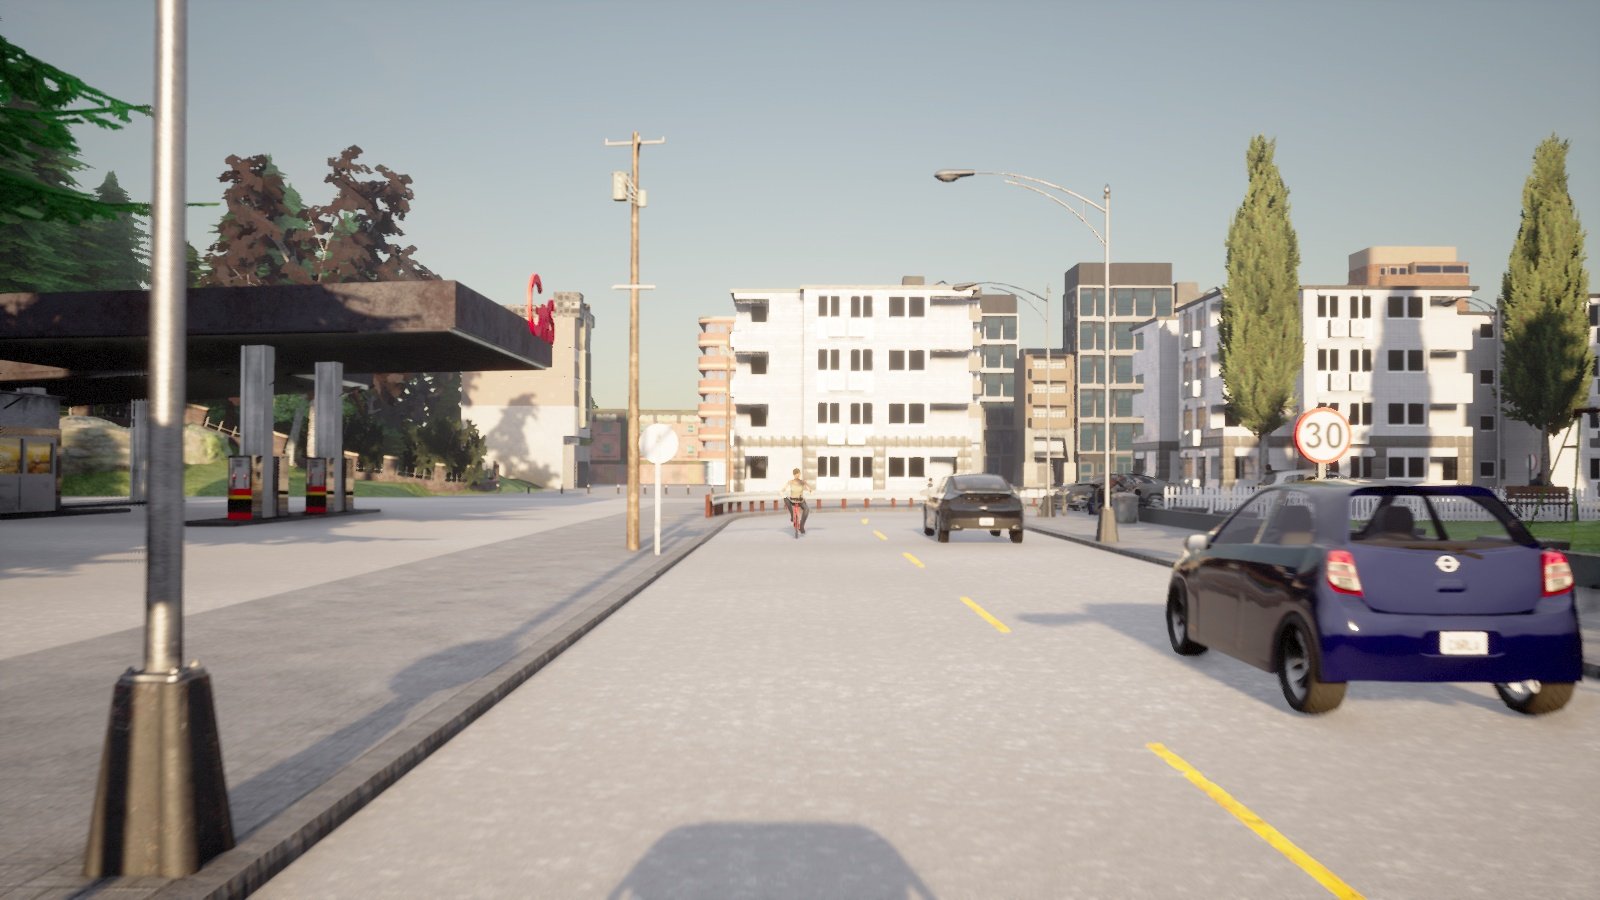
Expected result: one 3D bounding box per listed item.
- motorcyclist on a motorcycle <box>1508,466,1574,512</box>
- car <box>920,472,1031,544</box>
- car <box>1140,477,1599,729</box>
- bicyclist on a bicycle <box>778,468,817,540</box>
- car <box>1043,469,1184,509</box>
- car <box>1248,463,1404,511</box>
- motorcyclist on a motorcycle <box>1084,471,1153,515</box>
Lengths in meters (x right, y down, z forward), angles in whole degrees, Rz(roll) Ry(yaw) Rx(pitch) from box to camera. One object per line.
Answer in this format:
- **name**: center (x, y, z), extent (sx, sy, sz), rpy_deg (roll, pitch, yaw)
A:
- **motorcyclist on a motorcycle**: center (26.327, 1.377, 44.654), extent (1.817, 1.590, 0.866), rpy_deg (0, -1, 0)
- **car**: center (3.928, 1.265, 28.883), extent (1.837, 1.490, 4.892), rpy_deg (0, -1, 0)
- **car**: center (3.976, 0.962, 9.417), extent (1.845, 1.501, 3.633), rpy_deg (0, -1, 0)
- **bicyclist on a bicycle**: center (-0.066, 1.209, 28.669), extent (0.866, 1.612, 1.509), rpy_deg (0, -1, 0)
- **car**: center (12.069, 1.499, 48.567), extent (4.902, 1.511, 2.128), rpy_deg (0, -1, -2)
- **car**: center (18.641, 1.299, 44.677), extent (4.611, 1.667, 2.242), rpy_deg (0, -1, 0)
- **motorcyclist on a motorcycle**: center (11.273, 1.515, 44.440), extent (2.191, 1.530, 0.866), rpy_deg (0, -1, -10)
